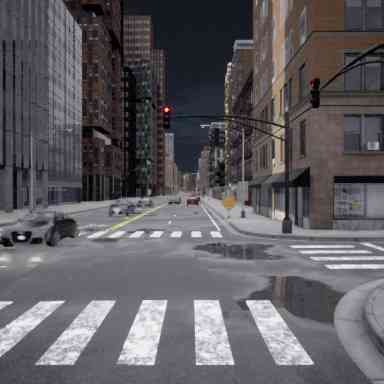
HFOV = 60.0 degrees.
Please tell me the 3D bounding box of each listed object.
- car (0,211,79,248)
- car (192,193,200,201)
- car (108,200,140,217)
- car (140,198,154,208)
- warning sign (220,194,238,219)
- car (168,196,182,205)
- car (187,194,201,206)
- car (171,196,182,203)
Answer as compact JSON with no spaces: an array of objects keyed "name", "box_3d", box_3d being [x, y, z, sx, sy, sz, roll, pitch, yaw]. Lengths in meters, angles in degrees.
[{"name":"car","box_3d":[-6.606,1.576,14.859,1.994,1.385,4.181,0,0,0]},{"name":"car","box_3d":[0.975,1.268,85.682,2.150,2.045,5.566,0,0,0]},{"name":"car","box_3d":[-6.598,1.498,31.599,2.128,1.511,4.902,0,0,0]},{"name":"car","box_3d":[-6.588,1.537,47.266,1.812,1.442,4.674,0,0,0]},{"name":"warning sign","box_3d":[2.853,1.118,25.648,1.300,1.860,1.060,0,0,0]},{"name":"car","box_3d":[-3.151,1.619,59.379,1.895,1.301,4.718,0,0,0]},{"name":"car","box_3d":[0.100,1.493,54.838,1.882,1.535,5.008,0,0,0]},{"name":"car","box_3d":[-3.154,1.573,69.638,2.033,1.411,5.357,0,0,0]}]
